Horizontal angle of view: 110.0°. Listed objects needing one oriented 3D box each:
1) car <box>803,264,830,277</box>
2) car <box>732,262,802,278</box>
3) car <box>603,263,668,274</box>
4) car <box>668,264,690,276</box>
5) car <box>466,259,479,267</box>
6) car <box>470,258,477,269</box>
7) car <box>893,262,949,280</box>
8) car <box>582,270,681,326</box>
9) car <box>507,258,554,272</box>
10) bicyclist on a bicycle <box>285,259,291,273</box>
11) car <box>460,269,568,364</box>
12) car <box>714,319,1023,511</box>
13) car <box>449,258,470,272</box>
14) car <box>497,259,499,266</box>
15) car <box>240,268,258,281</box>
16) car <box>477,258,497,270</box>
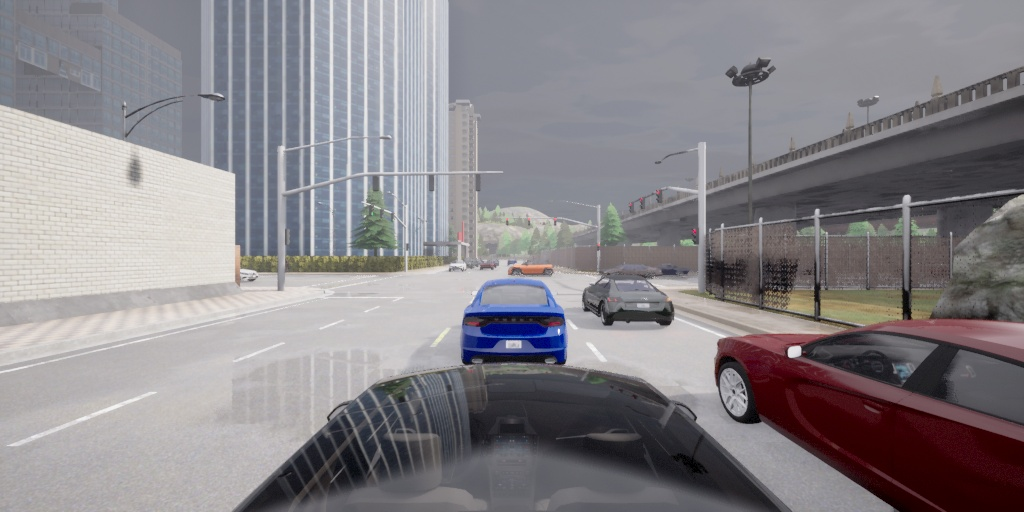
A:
[{"bbox_3d":[28.785,1.406,35.527,4.718,1.301,1.895,0,0,0],"label":"car"},{"bbox_3d":[22.389,1.283,32.010,5.008,1.535,1.882,0,0,0],"label":"car"},{"bbox_3d":[10.478,1.346,31.823,5.357,1.411,2.033,0,0,-2],"label":"car"},{"bbox_3d":[14.835,1.406,35.523,4.718,1.301,1.895,0,0,1],"label":"car"},{"bbox_3d":[-7.069,1.314,64.795,1.994,1.385,4.181,0,0,-1],"label":"car"},{"bbox_3d":[-7.094,1.102,56.154,2.097,1.767,4.553,0,0,0],"label":"car"},{"bbox_3d":[37.155,1.283,32.033,5.008,1.535,1.882,0,0,0],"label":"car"},{"bbox_3d":[3.573,1.314,11.730,1.994,1.385,4.181,0,0,0],"label":"car"},{"bbox_3d":[1.867,1.131,35.468,4.553,1.767,2.097,0,0,0],"label":"car"},{"bbox_3d":[-25.307,1.106,40.188,0.582,1.620,1.656,0,0,0],"label":"bicyclist on a bicycle"},{"bbox_3d":[0.052,1.228,8.069,1.882,1.535,5.008,0,0,1],"label":"car"},{"bbox_3d":[3.601,1.228,2.736,1.882,1.535,5.008,0,0,0],"label":"car"},{"bbox_3d":[-7.099,1.276,47.289,1.812,1.442,4.674,0,0,0],"label":"car"},{"bbox_3d":[-3.583,1.351,61.077,1.895,1.301,4.718,0,0,0],"label":"car"},{"bbox_3d":[-22.642,1.331,28.232,4.674,1.442,1.812,0,0,0],"label":"car"},{"bbox_3d":[-3.593,1.351,51.913,1.895,1.301,4.718,0,0,0],"label":"car"}]
